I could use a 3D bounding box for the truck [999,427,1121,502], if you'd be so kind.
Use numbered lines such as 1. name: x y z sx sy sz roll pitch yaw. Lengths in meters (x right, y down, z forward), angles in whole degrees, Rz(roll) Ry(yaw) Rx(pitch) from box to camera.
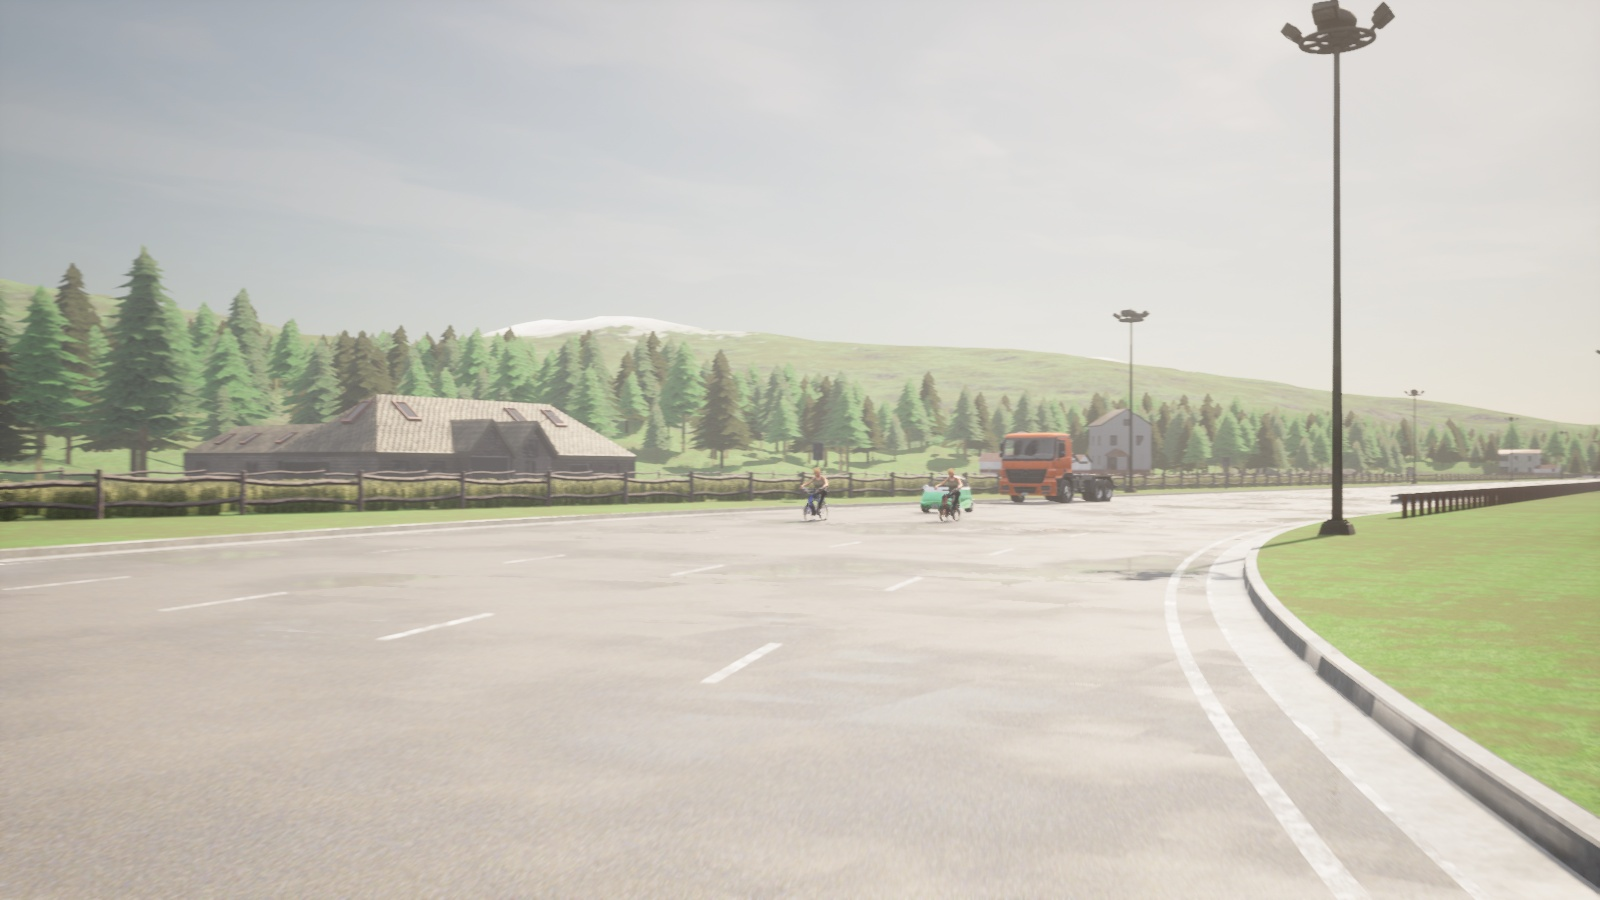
1. truck: 12.966 0.747 62.082 2.891 3.462 7.936 -1 -1 36

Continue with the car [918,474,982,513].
1. car: 5.470 1.551 45.637 1.481 1.376 2.207 -1 -1 34

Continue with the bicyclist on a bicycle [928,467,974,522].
1. bicyclist on a bicycle: 4.497 1.308 37.324 0.866 1.612 1.509 0 -1 29

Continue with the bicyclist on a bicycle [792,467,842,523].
1. bicyclist on a bicycle: 0.516 1.318 37.353 0.866 1.612 1.509 -1 -1 29
